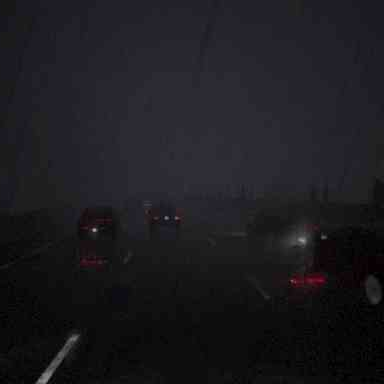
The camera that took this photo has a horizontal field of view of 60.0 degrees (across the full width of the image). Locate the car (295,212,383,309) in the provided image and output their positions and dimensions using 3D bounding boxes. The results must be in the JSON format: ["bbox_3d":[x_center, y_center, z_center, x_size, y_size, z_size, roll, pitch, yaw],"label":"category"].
[{"bbox_3d":[4.376,1.492,7.973,1.882,1.535,5.008,0,0,-3],"label":"car"}]

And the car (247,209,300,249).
[{"bbox_3d":[3.802,1.516,14.540,1.837,1.490,4.892,0,0,-7],"label":"car"}]

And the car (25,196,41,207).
[{"bbox_3d":[-23.470,1.410,49.023,2.128,1.511,4.902,0,0,-30],"label":"car"}]

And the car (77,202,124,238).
[{"bbox_3d":[-4.840,1.488,17.709,1.837,1.490,4.892,0,0,-8],"label":"car"}]

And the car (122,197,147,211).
[{"bbox_3d":[-7.267,1.463,39.847,2.128,1.511,4.902,0,0,-21],"label":"car"}]

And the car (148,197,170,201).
[{"bbox_3d":[-3.492,1.585,39.907,1.895,1.301,4.718,0,0,-21],"label":"car"}]

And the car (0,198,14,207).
[{"bbox_3d":[-26.407,1.510,47.175,1.895,1.301,4.718,0,0,-30],"label":"car"}]

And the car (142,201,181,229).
[{"bbox_3d":[-1.937,1.539,21.516,2.033,1.411,5.357,0,0,-11],"label":"car"}]
